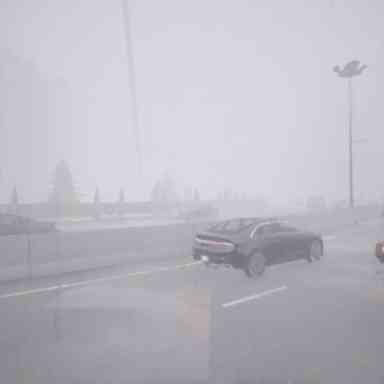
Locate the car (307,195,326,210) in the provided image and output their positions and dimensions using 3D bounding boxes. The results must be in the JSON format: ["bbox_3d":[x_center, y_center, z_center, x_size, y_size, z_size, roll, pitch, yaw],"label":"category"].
[{"bbox_3d":[17.854,1.446,47.529,2.150,2.045,5.566,-1,-1,26],"label":"car"}]

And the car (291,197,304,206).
[{"bbox_3d":[20.118,1.713,63.013,2.097,1.767,4.553,-1,-1,16],"label":"car"}]

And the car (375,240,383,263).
[{"bbox_3d":[7.414,1.603,10.168,4.718,1.301,1.895,0,0,-42],"label":"car"}]

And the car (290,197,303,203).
[{"bbox_3d":[26.974,2.028,86.279,2.128,1.511,4.902,-1,-1,4],"label":"car"}]

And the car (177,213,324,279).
[{"bbox_3d":[2.207,1.530,10.295,4.902,1.511,2.128,0,0,-40],"label":"car"}]

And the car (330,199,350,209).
[{"bbox_3d":[18.322,1.660,40.958,1.837,1.490,4.892,-1,-1,29],"label":"car"}]

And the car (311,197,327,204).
[{"bbox_3d":[29.940,1.937,78.639,2.033,1.411,5.357,-1,-1,6],"label":"car"}]

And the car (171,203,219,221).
[{"bbox_3d":[0.307,1.661,28.042,2.128,1.511,4.902,-1,-1,43],"label":"car"}]

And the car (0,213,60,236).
[{"bbox_3d":[-8.905,1.680,14.985,5.357,1.411,2.033,0,0,-37],"label":"car"}]
